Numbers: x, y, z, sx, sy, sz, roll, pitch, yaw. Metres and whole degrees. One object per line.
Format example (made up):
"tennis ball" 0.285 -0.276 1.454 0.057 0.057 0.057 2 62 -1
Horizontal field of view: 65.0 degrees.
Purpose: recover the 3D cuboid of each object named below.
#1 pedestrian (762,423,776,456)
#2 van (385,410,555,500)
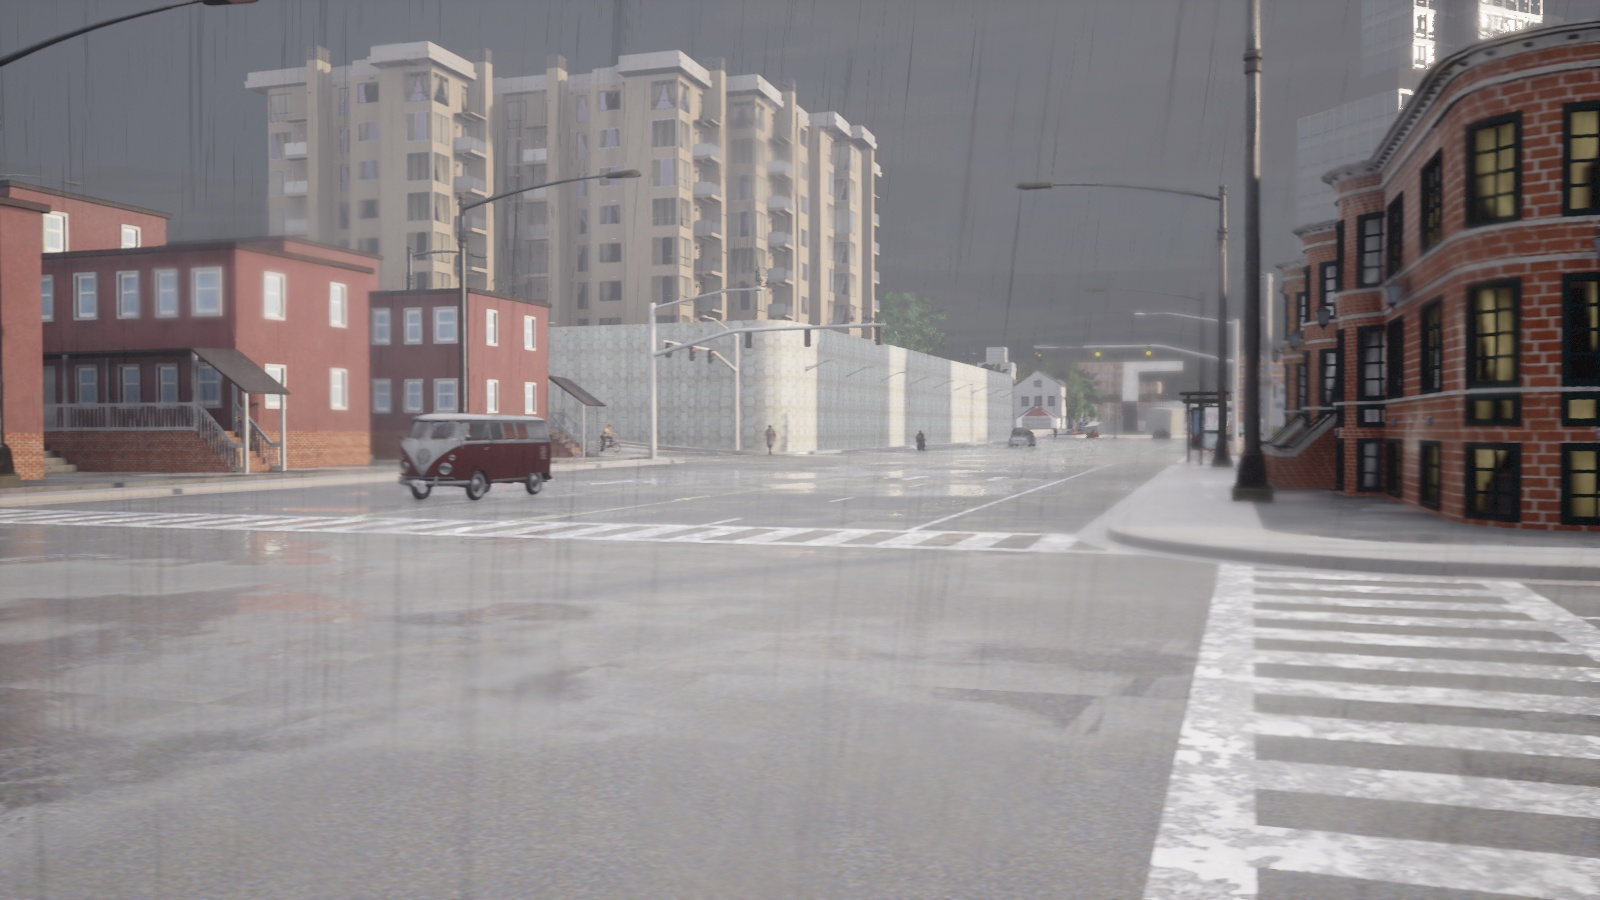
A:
"pedestrian" -1.845 -0.651 75.070 0.659 1.952 0.873 0 1 11
"van" -7.751 0.070 30.004 1.775 1.987 4.442 1 1 19
